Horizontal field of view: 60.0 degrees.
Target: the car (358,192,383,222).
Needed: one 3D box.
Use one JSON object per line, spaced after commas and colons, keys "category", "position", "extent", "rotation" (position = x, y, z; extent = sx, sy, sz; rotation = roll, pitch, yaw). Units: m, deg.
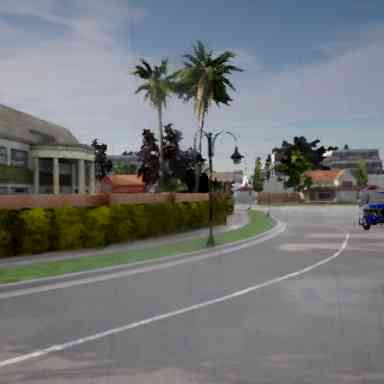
{"category": "car", "position": [10.347, 0.966, 18.132], "extent": [2.150, 2.045, 5.566], "rotation": [-1, -1, 23]}
